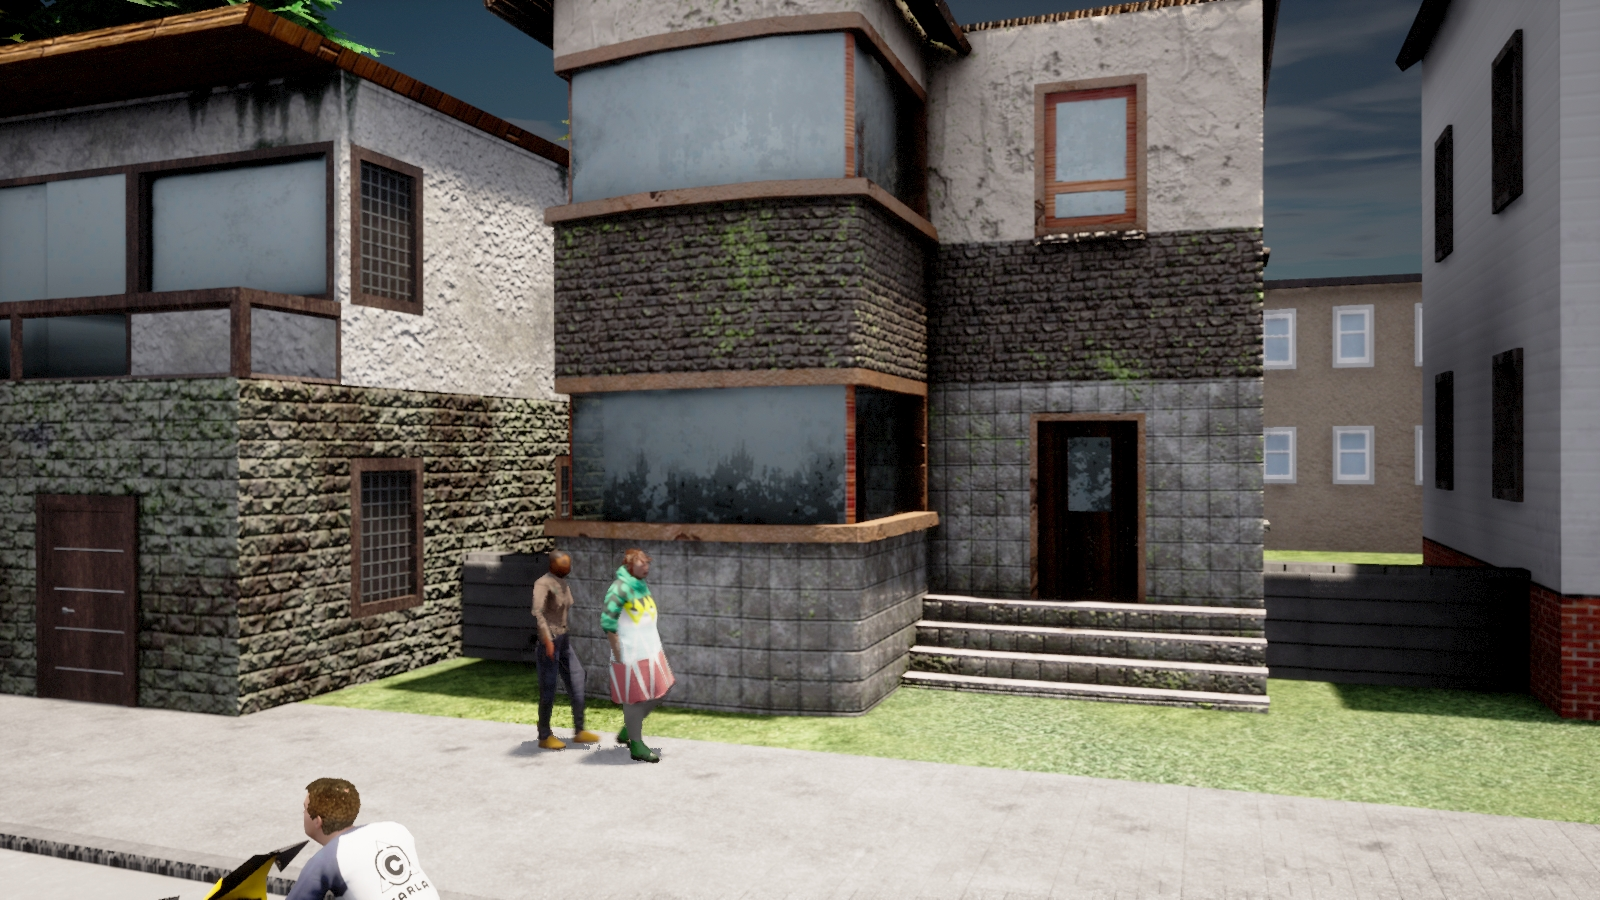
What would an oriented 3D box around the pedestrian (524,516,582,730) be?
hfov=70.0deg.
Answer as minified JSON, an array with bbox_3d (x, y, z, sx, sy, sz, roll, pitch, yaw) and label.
[{"bbox_3d":[-2.228,1.537,10.317,0.375,1.860,0.375,0,0,19],"label":"pedestrian"}]

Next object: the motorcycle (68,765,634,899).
[{"bbox_3d":[-1.741,2.000,4.453,2.033,1.145,0.803,0,0,20],"label":"motorcycle"}]

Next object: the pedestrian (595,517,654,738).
[{"bbox_3d":[-1.539,1.535,10.027,0.375,1.860,0.375,0,0,18],"label":"pedestrian"}]
